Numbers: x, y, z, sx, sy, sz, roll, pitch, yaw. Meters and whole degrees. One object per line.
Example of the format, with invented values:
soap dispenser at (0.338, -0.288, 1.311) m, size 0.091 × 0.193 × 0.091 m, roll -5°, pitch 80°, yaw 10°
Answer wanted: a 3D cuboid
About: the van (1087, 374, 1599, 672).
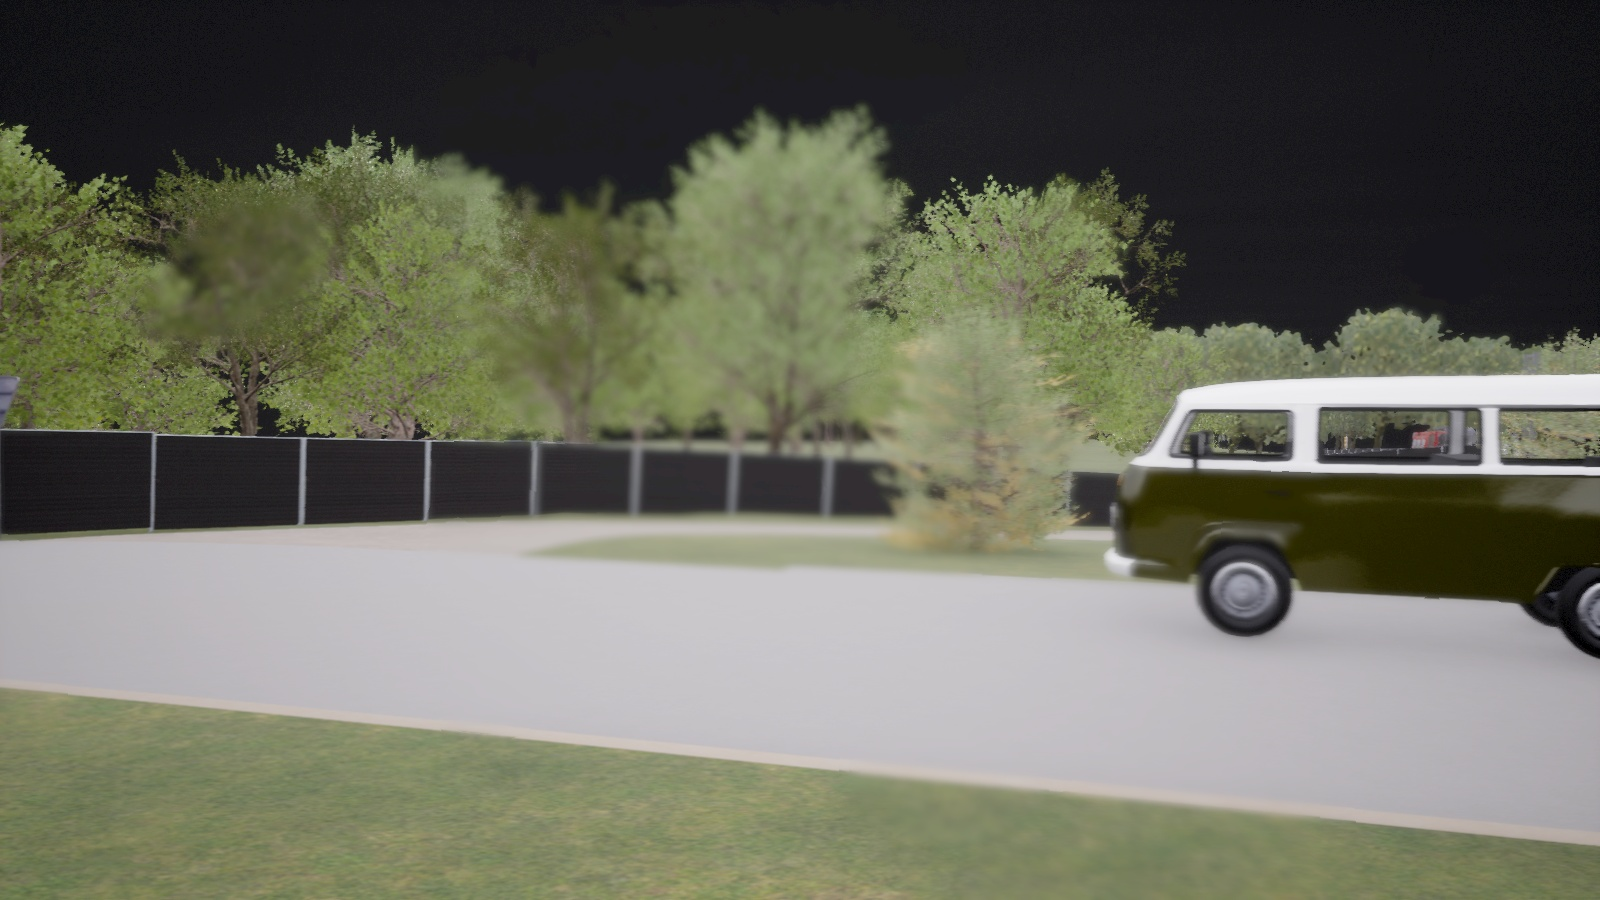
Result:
van at (4.715, 0.461, 9.999) m, size 4.480 × 2.038 × 2.069 m, roll 1°, pitch 2°, yaw 20°
